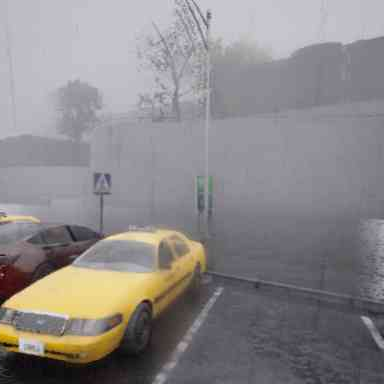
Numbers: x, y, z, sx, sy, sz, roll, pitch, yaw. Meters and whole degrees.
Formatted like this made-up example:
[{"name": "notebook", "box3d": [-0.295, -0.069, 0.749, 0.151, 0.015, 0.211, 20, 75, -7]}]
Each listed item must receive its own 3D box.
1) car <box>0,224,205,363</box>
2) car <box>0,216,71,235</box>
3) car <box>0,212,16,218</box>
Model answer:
[{"name": "car", "box3d": [-1.098, 1.453, 6.372, 1.946, 1.575, 5.366, 1, 0, 16]}, {"name": "car", "box3d": [-3.473, 1.462, 8.315, 2.163, 1.488, 4.792, 0, 0, 16]}, {"name": "car", "box3d": [-5.951, 1.402, 9.842, 1.946, 1.575, 5.366, 1, 0, 16]}]
